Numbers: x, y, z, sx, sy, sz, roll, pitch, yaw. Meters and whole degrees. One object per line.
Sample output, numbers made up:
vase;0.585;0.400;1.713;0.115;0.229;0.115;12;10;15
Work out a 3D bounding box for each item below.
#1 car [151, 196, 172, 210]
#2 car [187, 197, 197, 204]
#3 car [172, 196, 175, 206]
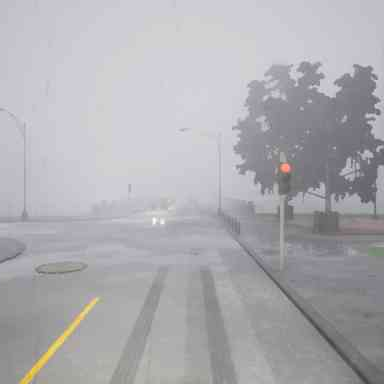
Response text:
car;-4.074;1.491;42.246;2.128;1.511;4.902;0;0;0
car;0.038;1.547;61.682;2.033;1.411;5.357;0;0;0
car;-4.062;1.477;51.794;1.882;1.535;5.008;0;0;0
